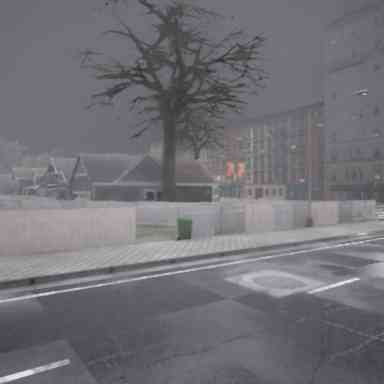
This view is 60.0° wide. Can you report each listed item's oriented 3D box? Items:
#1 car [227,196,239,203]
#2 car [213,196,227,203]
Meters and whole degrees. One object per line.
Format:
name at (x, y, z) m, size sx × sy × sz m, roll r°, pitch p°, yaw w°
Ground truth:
car at (5.986, 1.462, 57.341) m, size 1.882 × 1.535 × 5.008 m, roll -1°, pitch 1°, yaw -35°
car at (3.268, 1.536, 55.545) m, size 1.812 × 1.442 × 4.674 m, roll -1°, pitch 0°, yaw -35°
